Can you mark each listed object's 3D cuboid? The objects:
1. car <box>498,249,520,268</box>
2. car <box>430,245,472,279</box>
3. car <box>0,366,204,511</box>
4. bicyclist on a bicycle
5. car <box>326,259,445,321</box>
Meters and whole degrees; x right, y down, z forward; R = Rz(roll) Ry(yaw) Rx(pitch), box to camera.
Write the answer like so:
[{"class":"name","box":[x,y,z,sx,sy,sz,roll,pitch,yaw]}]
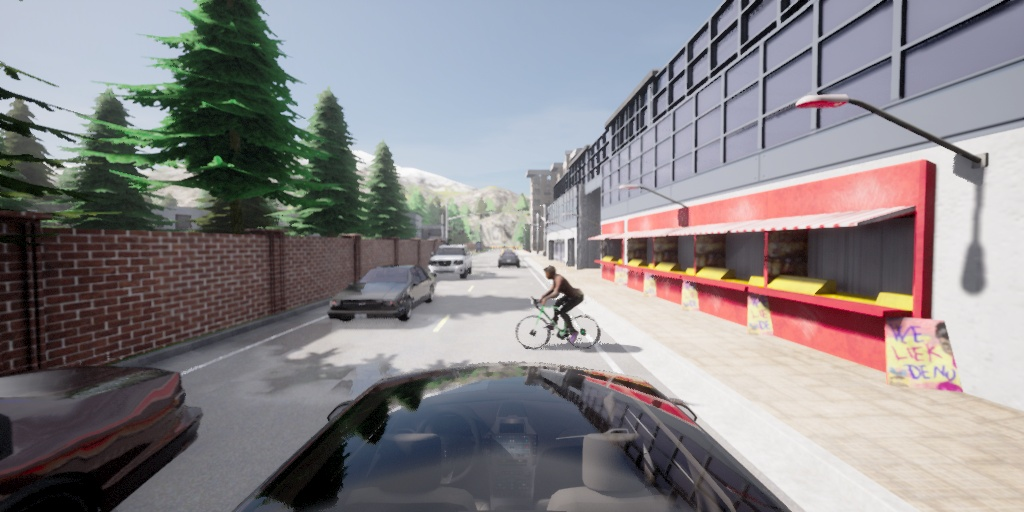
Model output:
[{"class":"car","box":[-0.275,0.301,32.910,1.994,1.385,4.181,0,2,0]},{"class":"car","box":[-3.818,0.295,22.895,2.150,2.045,5.566,0,2,-1]},{"class":"car","box":[-3.582,1.343,0.681,2.033,1.411,5.357,0,2,-1]},{"class":"bicyclist on a bicycle","box":[0.889,1.012,6.905,1.656,1.620,0.582,0,2,-1]},{"class":"car","box":[-3.700,0.997,11.346,2.033,1.411,5.357,0,2,-1]}]
